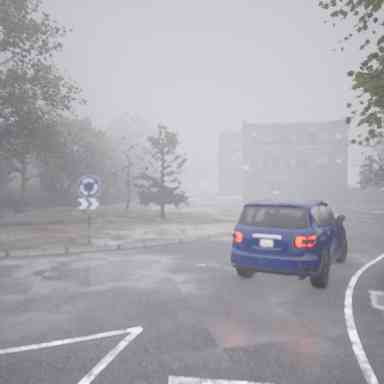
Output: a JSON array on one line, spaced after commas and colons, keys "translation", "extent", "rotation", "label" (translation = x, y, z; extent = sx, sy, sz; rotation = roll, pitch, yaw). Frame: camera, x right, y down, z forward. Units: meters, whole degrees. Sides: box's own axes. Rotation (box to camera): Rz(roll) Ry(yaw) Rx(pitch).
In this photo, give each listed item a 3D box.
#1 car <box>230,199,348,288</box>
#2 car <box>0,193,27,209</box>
[{"translation": [3.012, 1.220, 9.611], "extent": [2.150, 2.045, 5.566], "rotation": [0, 0, 31], "label": "car"}, {"translation": [-24.394, 1.121, 43.000], "extent": [5.566, 2.045, 2.150], "rotation": [1, -1, -39], "label": "car"}]
